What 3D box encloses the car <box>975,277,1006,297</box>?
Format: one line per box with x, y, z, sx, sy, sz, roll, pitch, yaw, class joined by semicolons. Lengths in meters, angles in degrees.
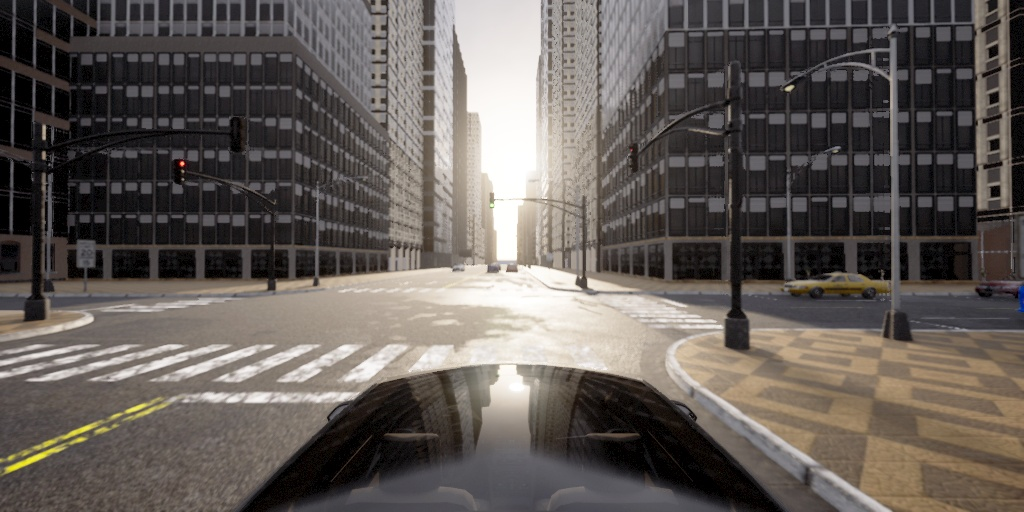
26.920;1.554;18.614;4.207;1.307;1.802;0;0;2;car

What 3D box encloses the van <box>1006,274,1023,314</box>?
18.357;1.227;10.927;3.998;1.789;1.690;0;0;2;van

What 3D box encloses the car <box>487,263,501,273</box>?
-3.252;2.025;61.270;1.882;1.535;5.008;0;-1;0;car

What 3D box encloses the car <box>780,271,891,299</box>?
17.086;1.496;19.098;4.829;1.417;1.751;0;0;2;car

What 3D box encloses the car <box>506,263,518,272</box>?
-0.002;2.124;62.102;1.994;1.385;4.181;0;-1;0;car
